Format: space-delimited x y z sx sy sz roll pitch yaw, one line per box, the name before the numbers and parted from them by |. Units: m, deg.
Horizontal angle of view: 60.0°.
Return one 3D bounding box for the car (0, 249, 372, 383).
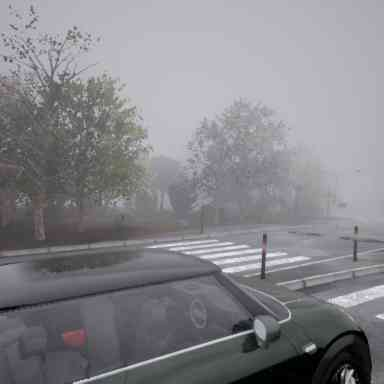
car | -0.332 1.356 3.126 4.553 1.767 2.097 0 0 -34
